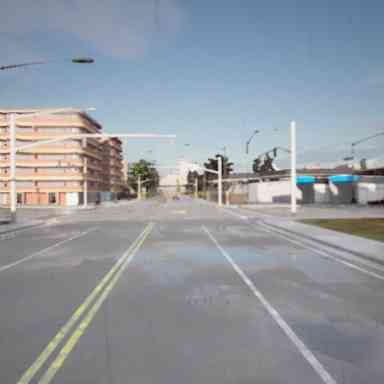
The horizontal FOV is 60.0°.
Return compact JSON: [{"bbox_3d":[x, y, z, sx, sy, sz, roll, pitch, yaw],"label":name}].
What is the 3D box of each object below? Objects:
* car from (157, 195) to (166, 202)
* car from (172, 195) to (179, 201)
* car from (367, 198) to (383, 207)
[{"bbox_3d":[-7.631,1.614,84.382,2.097,1.767,4.553,0,0,-3],"label":"car"},{"bbox_3d":[-4.447,1.586,90.854,1.812,1.442,4.674,0,0,-3],"label":"car"},{"bbox_3d":[28.122,1.473,48.798,4.718,1.301,1.895,0,0,-15],"label":"car"}]
